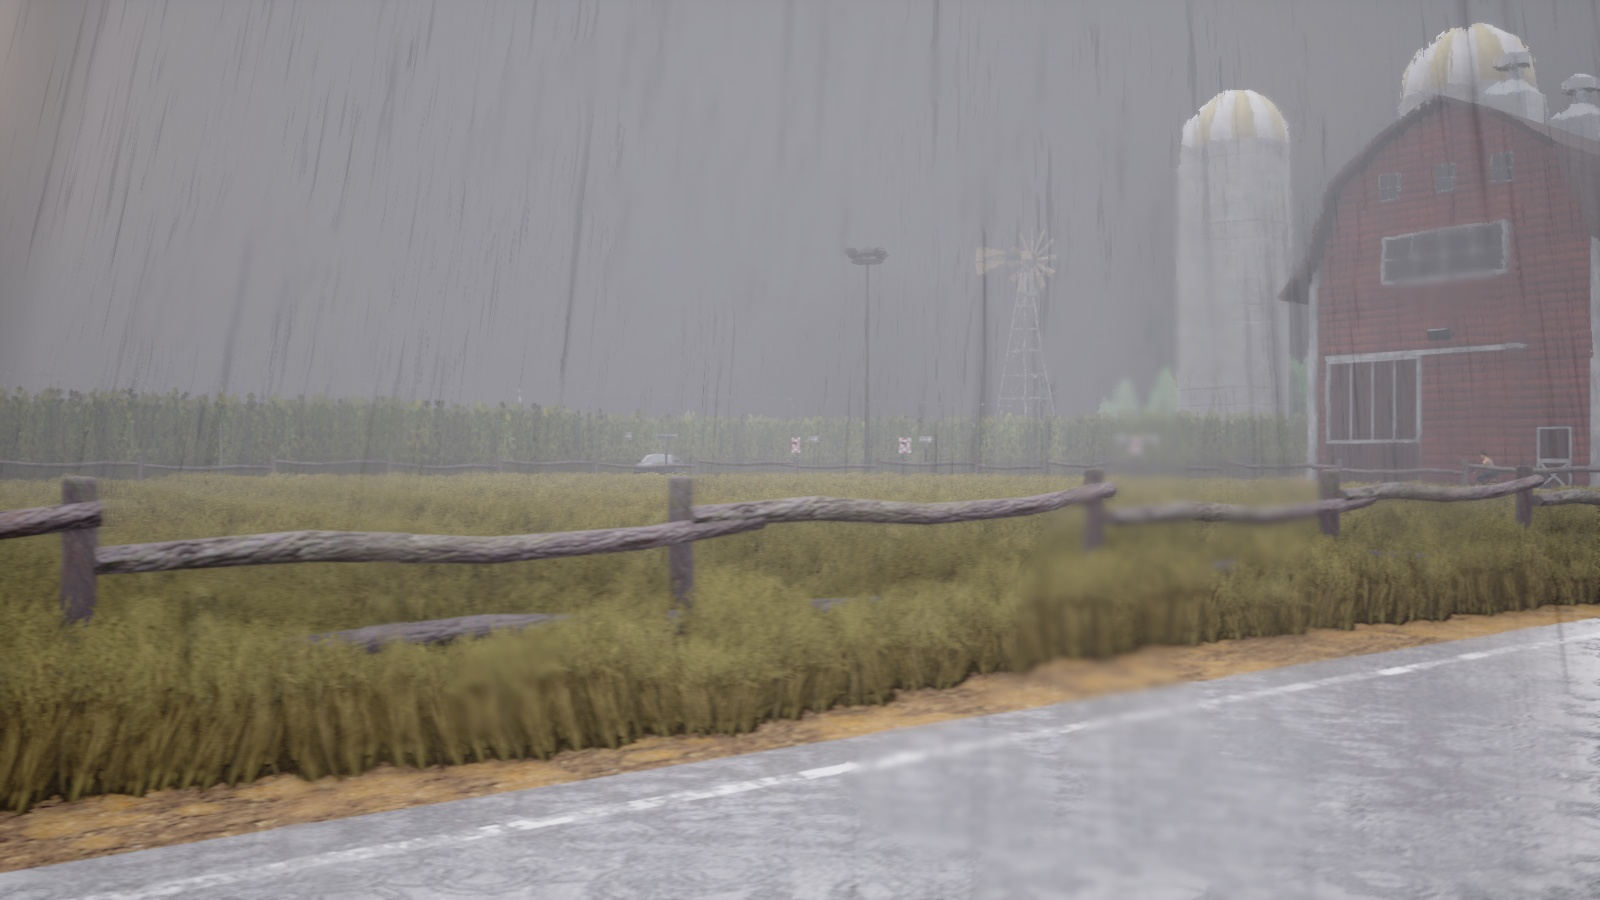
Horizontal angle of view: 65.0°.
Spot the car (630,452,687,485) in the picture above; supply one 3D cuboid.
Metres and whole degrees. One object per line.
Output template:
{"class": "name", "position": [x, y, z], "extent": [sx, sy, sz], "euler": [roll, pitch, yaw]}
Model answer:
{"class": "car", "position": [-6.927, 0.892, 61.958], "extent": [1.882, 1.535, 5.008], "euler": [0, 0, 4]}
